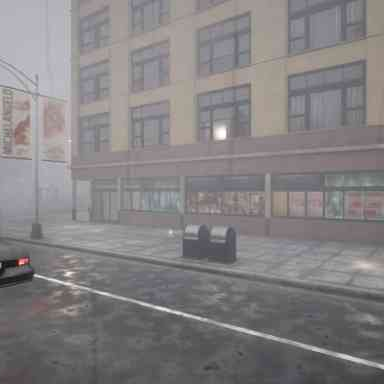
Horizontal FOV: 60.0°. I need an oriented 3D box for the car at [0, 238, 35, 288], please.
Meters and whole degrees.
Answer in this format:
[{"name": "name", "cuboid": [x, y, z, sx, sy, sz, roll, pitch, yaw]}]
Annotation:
[{"name": "car", "cuboid": [-6.014, 1.547, 8.156, 5.357, 1.411, 2.033, 0, 0, 35]}]
